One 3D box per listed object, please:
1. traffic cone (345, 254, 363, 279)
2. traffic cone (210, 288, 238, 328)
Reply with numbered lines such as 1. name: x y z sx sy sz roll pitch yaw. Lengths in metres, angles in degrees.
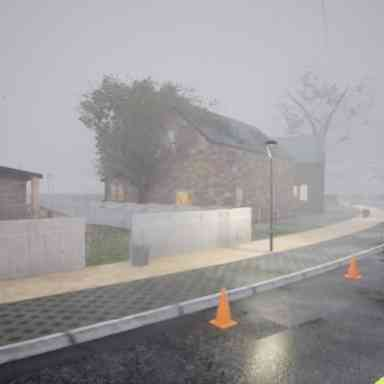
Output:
1. traffic cone: 4.271 1.942 8.793 0.340 0.580 0.340 0 0 -42
2. traffic cone: 0.546 1.953 5.705 0.340 0.580 0.340 0 0 -38
